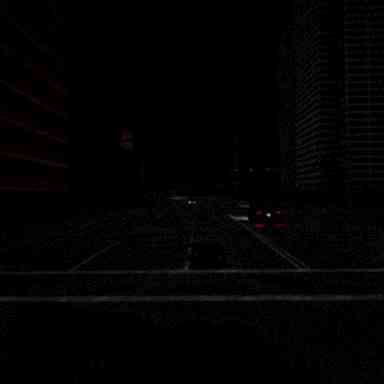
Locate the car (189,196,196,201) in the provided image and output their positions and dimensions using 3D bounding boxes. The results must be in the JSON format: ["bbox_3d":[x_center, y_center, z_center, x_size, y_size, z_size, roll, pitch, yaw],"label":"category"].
[{"bbox_3d":[0.167,1.940,95.322,1.812,1.442,4.674,-1,0,1],"label":"car"}]

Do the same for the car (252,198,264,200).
[{"bbox_3d":[9.612,1.575,48.881,2.128,1.511,4.902,-1,0,2],"label":"car"}]

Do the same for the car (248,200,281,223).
[{"bbox_3d":[5.577,1.616,25.933,1.994,1.385,4.181,-1,0,1],"label":"car"}]
